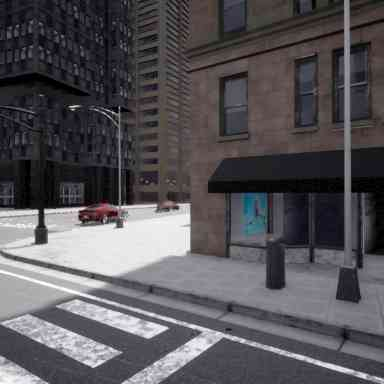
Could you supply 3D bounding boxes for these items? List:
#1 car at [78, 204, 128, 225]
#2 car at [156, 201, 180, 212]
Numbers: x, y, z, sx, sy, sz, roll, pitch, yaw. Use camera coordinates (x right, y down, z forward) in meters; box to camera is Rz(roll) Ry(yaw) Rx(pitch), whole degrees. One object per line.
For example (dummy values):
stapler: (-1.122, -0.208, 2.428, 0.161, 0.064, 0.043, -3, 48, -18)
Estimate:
car: (-6.870, 1.662, 26.255, 1.882, 1.535, 5.008, 0, -1, 18)
car: (-3.251, 1.950, 45.629, 1.812, 1.442, 4.674, 0, -1, 22)
